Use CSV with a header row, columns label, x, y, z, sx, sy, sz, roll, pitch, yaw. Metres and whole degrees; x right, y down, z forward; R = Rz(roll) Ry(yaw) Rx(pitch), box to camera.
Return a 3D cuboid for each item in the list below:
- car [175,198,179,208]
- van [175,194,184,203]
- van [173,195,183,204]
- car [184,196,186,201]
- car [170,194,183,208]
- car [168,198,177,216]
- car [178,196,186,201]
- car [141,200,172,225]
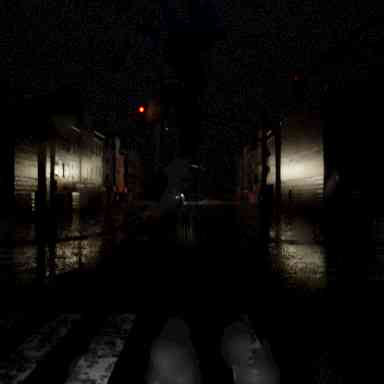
label,x,y,z,sx,sy,sz,roll,pitch,yaw
car,-2.647,1.593,35.558,1.802,1.307,4.206,0,0,0
van,-2.658,1.418,69.190,1.690,1.788,3.998,0,0,0
van,-2.656,1.405,63.585,1.690,1.788,3.998,0,0,0
car,-2.654,1.366,57.980,2.192,1.841,5.009,0,0,0
car,-2.651,1.469,46.769,1.967,1.590,4.097,0,0,0
car,-2.644,1.550,29.952,1.887,1.381,4.507,0,0,0
car,-2.668,1.706,91.612,1.947,1.339,4.313,0,0,0
car,-2.642,1.526,24.177,1.752,1.417,4.829,0,0,0
